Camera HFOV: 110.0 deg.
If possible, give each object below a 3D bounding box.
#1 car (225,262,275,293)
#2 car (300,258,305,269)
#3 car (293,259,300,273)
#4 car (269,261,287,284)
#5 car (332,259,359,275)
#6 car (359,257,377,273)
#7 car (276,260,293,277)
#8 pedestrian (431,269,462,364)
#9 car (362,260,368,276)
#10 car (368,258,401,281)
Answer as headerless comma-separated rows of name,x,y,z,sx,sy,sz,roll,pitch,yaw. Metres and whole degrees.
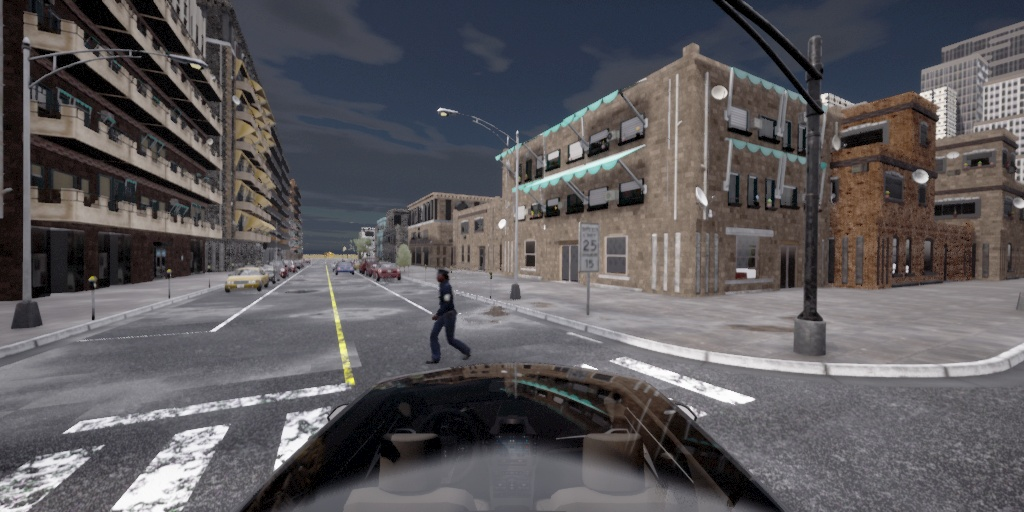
car,-15.408,1.264,21.015,1.751,1.417,4.829,0,0,-28
car,-31.231,1.269,51.373,1.948,1.339,4.313,0,0,-28
car,-25.966,1.154,41.312,1.967,1.591,4.097,0,0,-28
car,-18.075,1.283,26.219,2.007,1.370,4.403,0,0,-28
car,-18.069,1.297,38.647,2.033,1.411,5.357,0,0,-27
car,-15.890,1.077,40.151,2.192,1.841,5.009,0,0,-28
car,-20.678,1.166,31.264,1.967,1.591,4.097,0,0,-28
pedestrian,-1.242,1.087,6.776,0.375,1.860,0.375,0,1,-28
car,-13.255,1.350,35.122,1.802,1.307,4.207,0,0,-28
car,-10.602,1.214,30.105,1.967,1.591,4.097,0,0,-28
